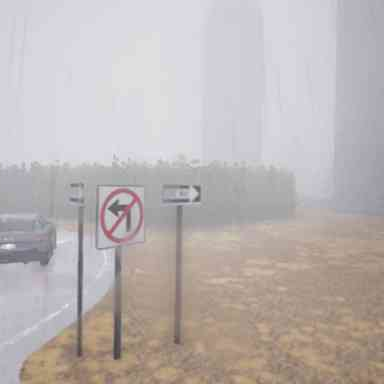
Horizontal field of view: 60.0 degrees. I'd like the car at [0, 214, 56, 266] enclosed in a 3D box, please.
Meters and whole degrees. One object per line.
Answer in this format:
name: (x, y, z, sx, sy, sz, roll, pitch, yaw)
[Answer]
car: (-5.422, 1.363, 10.504, 1.994, 1.385, 4.181, 1, 0, -20)
